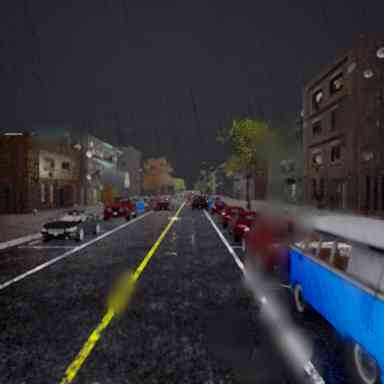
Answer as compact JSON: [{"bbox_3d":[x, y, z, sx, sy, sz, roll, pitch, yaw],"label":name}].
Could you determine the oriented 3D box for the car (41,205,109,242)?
[{"bbox_3d":[-5.699,1.530,16.063,2.008,1.369,4.403,-1,0,0],"label":"car"}]

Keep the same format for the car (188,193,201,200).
[{"bbox_3d":[0.819,1.288,49.497,2.097,1.767,4.553,0,0,-1],"label":"car"}]

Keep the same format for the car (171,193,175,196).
[{"bbox_3d":[-5.721,1.449,77.095,2.008,1.369,4.403,-1,0,0],"label":"car"}]

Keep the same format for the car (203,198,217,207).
[{"bbox_3d":[2.670,1.518,49.358,1.802,1.307,4.206,-1,0,0],"label":"car"}]

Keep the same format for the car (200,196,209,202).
[{"bbox_3d":[2.662,1.472,71.552,1.947,1.339,4.313,-1,0,0],"label":"car"}]

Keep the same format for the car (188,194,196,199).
[{"bbox_3d":[-0.031,1.277,91.534,2.033,1.411,5.357,0,0,0],"label":"car"}]

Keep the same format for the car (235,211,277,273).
[{"bbox_3d":[2.683,1.531,10.520,1.887,1.381,4.507,-1,0,0],"label":"car"}]

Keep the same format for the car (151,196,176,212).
[{"bbox_3d":[-3.102,1.516,37.438,1.994,1.385,4.181,0,0,0],"label":"car"}]

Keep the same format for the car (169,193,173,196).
[{"bbox_3d":[-5.718,1.488,71.547,1.802,1.307,4.206,-1,0,0],"label":"car"}]

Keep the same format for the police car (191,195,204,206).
[{"bbox_3d":[0.880,1.353,55.649,1.930,1.638,5.238,0,0,0],"label":"police car"}]

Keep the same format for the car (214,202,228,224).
[{"bbox_3d":[2.680,1.555,21.617,1.802,1.307,4.206,-1,0,0],"label":"car"}]

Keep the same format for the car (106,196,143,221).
[{"bbox_3d":[-5.705,1.280,27.160,2.192,1.841,5.009,-1,0,0],"label":"car"}]

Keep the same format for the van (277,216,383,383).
[{"bbox_3d":[2.683,1.335,4.971,1.690,1.788,3.998,-1,0,0],"label":"van"}]

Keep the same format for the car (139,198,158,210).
[{"bbox_3d":[-5.709,1.488,43.805,1.887,1.381,4.507,-1,0,0],"label":"car"}]

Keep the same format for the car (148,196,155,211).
[{"bbox_3d":[-5.708,1.391,38.257,1.967,1.590,4.097,-1,0,0],"label":"car"}]

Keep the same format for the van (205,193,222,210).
[{"bbox_3d":[2.672,1.292,38.261,1.690,1.788,3.998,-1,0,0],"label":"van"}]

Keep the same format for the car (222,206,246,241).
[{"bbox_3d":[2.681,1.562,16.068,1.802,1.307,4.206,-1,0,0],"label":"car"}]

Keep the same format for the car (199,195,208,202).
[{"bbox_3d":[2.661,1.424,77.269,1.752,1.417,4.829,-1,0,0],"label":"car"}]

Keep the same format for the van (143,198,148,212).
[{"bbox_3d":[-5.707,1.299,32.708,1.690,1.788,3.998,-1,0,0],"label":"van"}]

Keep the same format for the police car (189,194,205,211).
[{"bbox_3d":[0.886,1.374,39.649,1.930,1.638,5.238,0,0,0],"label":"police car"}]

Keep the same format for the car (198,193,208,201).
[{"bbox_3d":[2.656,1.206,82.649,2.192,1.841,5.009,-1,0,0],"label":"car"}]

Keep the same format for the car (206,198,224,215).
[{"bbox_3d":[2.676,1.540,32.713,1.802,1.307,4.206,-1,0,0],"label":"car"}]
